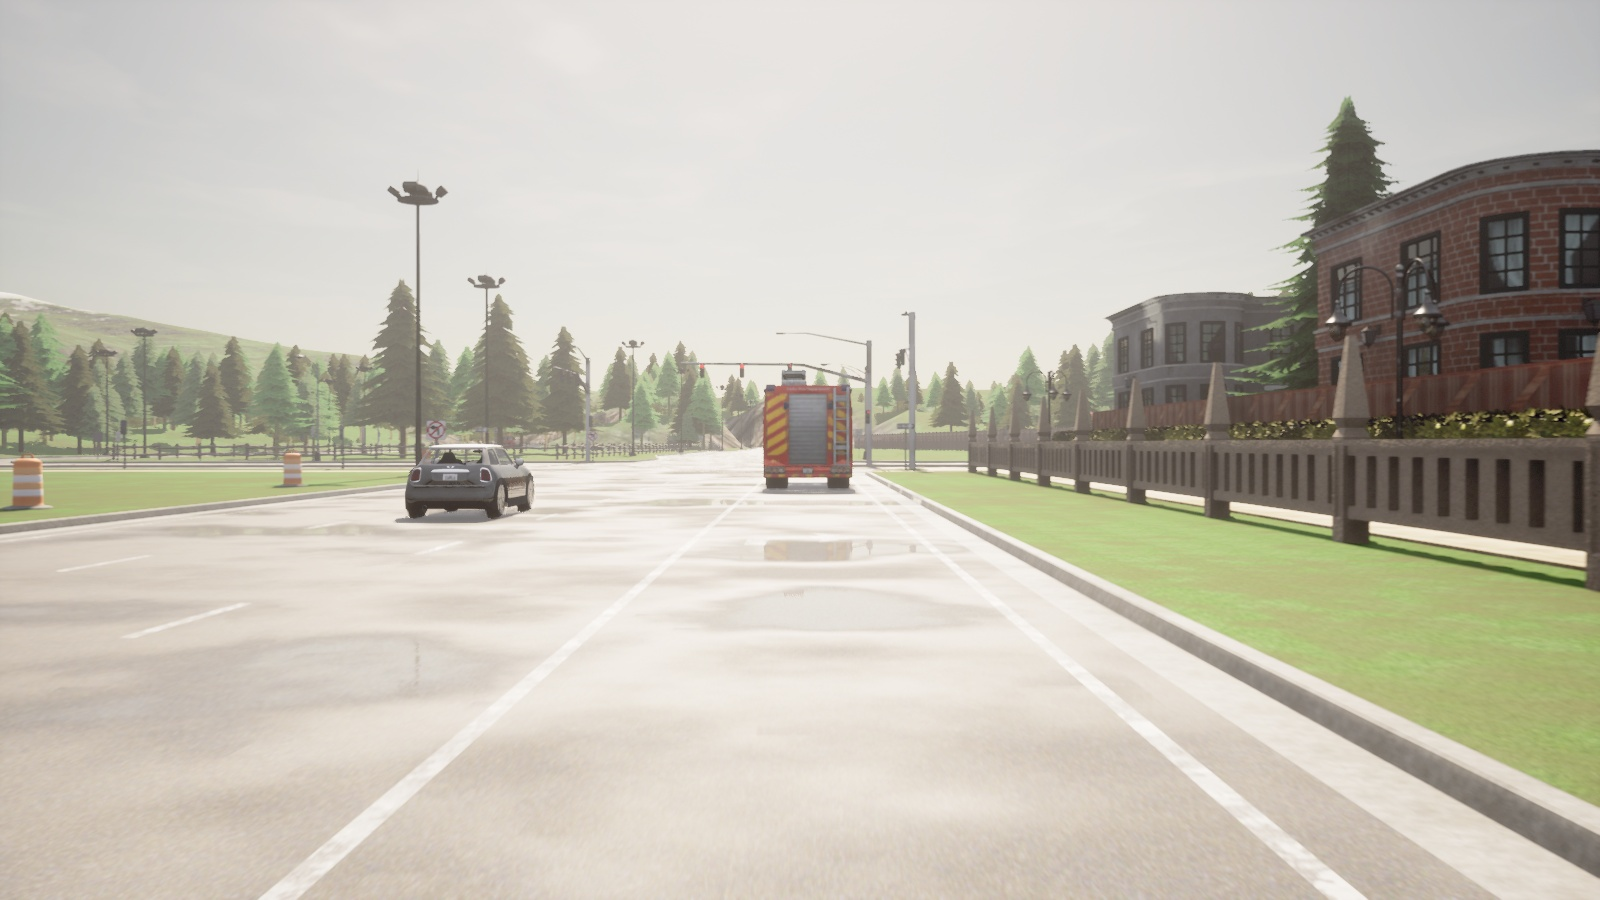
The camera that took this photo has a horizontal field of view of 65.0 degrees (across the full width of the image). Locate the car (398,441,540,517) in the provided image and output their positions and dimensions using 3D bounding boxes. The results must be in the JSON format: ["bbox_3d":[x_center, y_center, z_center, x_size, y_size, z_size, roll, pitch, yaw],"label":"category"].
[{"bbox_3d":[-6.835,0.558,26.355,1.970,1.475,3.806,0,0,0],"label":"car"}]

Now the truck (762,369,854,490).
[{"bbox_3d":[0.265,-0.664,43.749,2.891,3.827,8.468,0,0,0],"label":"truck"}]
